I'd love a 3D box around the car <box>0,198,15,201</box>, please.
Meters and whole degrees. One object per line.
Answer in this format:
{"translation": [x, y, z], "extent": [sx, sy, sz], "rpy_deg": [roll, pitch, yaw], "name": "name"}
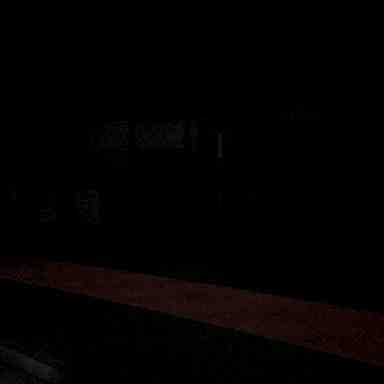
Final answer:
{"translation": [-18.196, 1.348, 31.341], "extent": [1.837, 1.490, 4.892], "rpy_deg": [0, 0, 23], "name": "car"}
